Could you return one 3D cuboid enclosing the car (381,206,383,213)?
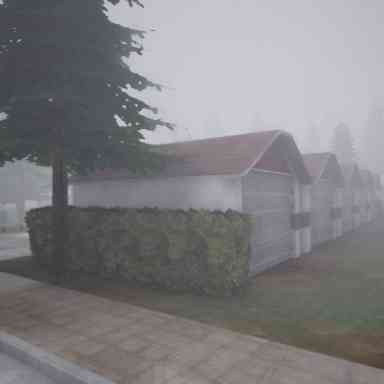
[{"bbox_3d":[22.596,2.094,41.609,4.674,1.442,1.812,-1,-1,30],"label":"car"}]
